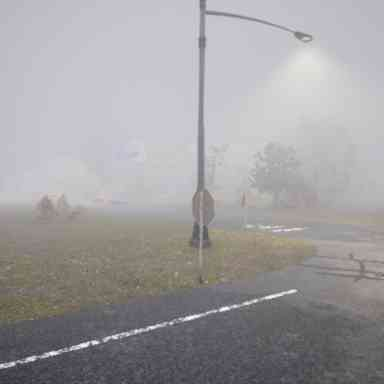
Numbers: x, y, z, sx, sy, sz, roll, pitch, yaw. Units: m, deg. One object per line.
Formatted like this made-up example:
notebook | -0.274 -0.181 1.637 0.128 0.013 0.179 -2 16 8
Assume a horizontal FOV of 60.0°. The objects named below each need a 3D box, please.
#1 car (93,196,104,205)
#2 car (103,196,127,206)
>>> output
car | -16.515 1.506 60.698 1.882 1.535 5.008 1 0 -34
car | -12.184 1.533 54.262 2.128 1.511 4.902 1 0 -33
